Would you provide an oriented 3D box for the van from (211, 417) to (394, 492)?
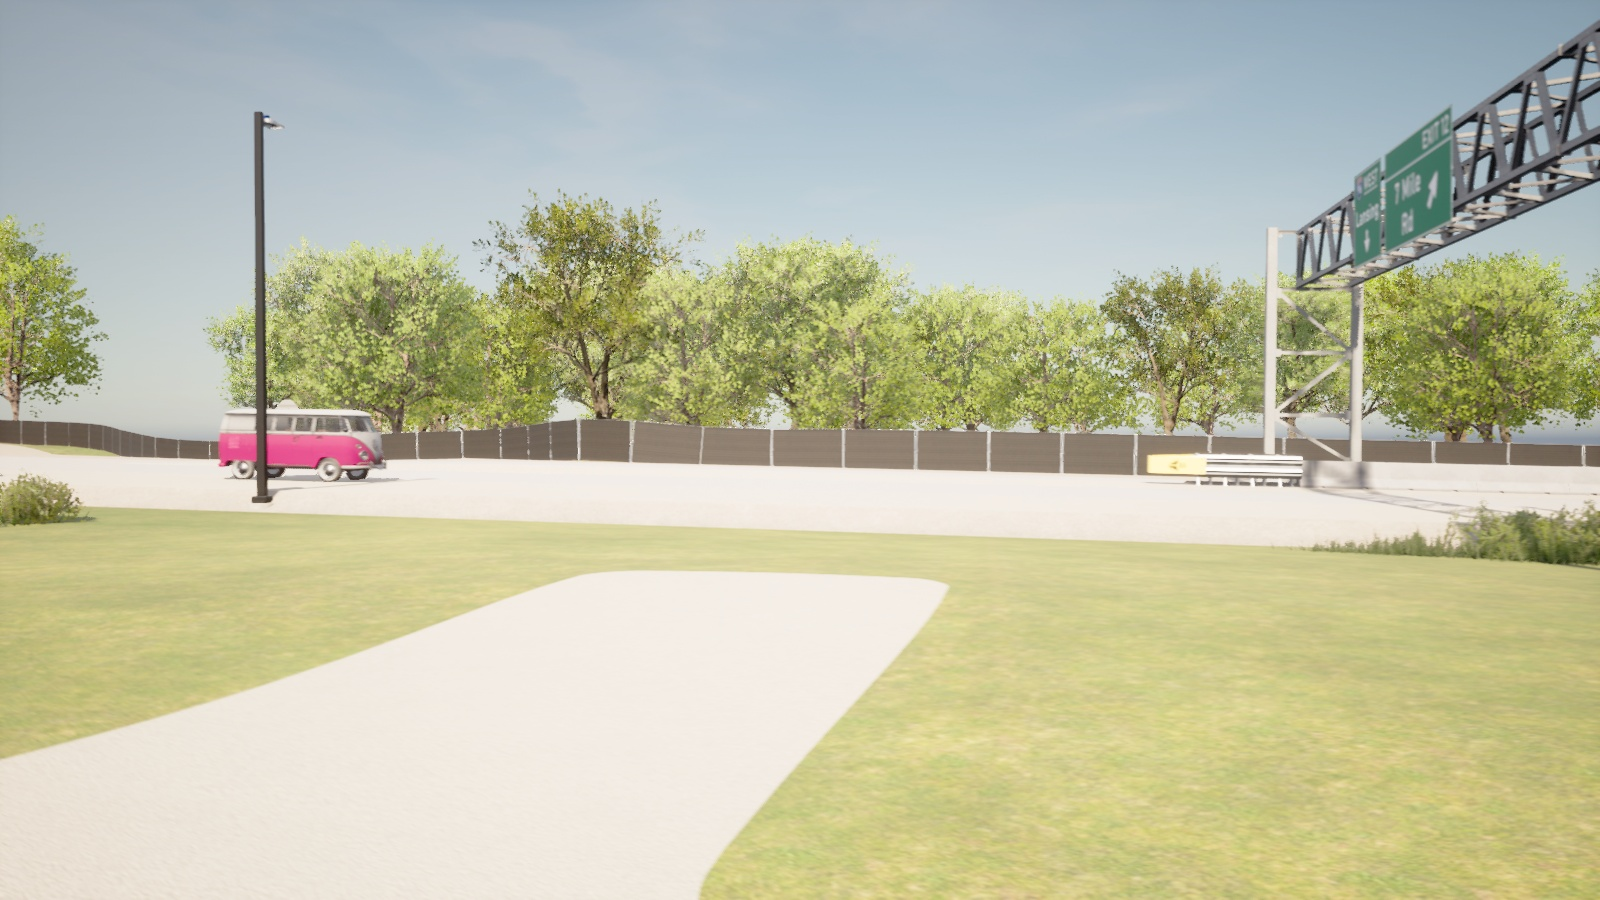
[{"bbox_3d":[-13.800,0.103,34.908,4.442,1.987,1.775,0,1,9],"label":"van"}]
